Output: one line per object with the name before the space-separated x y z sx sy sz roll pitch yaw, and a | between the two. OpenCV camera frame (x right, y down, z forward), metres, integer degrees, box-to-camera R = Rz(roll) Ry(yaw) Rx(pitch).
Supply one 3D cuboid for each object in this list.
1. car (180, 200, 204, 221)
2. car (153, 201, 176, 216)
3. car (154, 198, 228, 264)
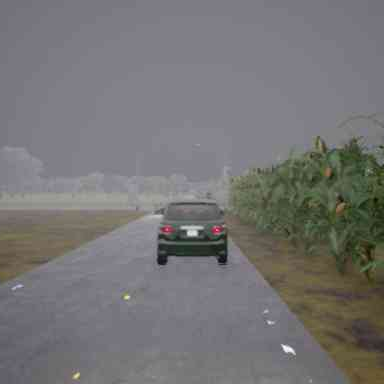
car | 0.050 1.546 28.597 1.882 1.535 5.008 0 0 0
car | -2.794 1.658 34.645 1.994 1.385 4.181 0 0 1
car | 0.035 1.234 11.931 2.150 2.045 5.566 0 0 1
